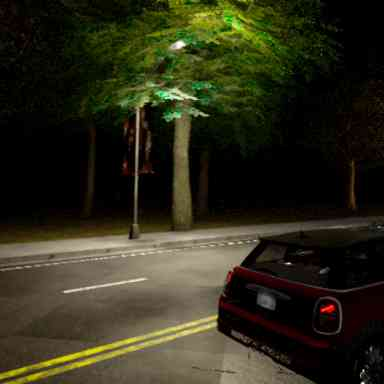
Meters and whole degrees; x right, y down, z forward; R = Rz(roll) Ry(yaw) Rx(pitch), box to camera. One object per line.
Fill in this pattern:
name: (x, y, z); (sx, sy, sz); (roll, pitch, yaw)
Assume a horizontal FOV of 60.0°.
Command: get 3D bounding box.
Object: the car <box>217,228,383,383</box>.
car: (2.640, 1.379, 5.322); (4.553, 1.767, 2.097); (0, 0, -35)
